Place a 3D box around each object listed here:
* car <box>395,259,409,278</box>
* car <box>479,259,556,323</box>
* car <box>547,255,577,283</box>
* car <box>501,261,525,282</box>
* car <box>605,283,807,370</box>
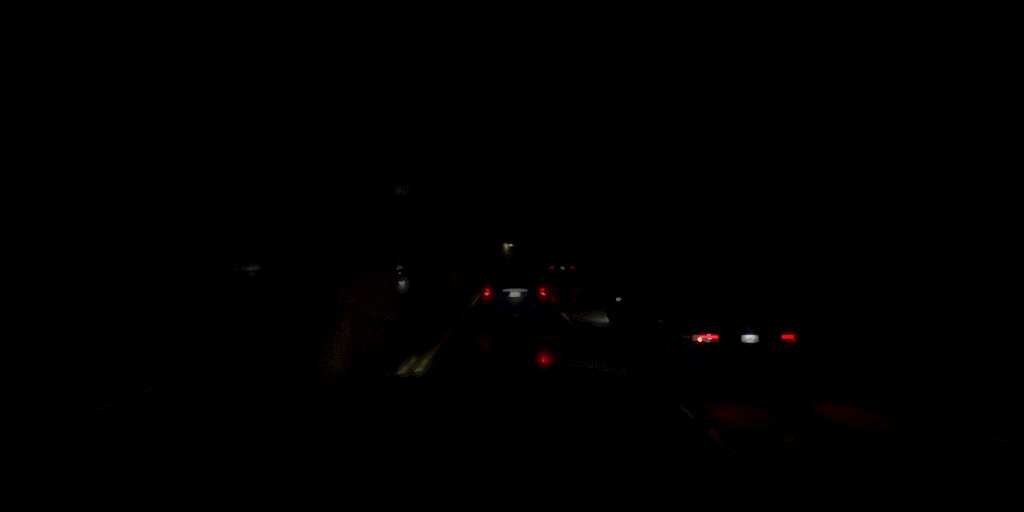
[{"bbox_3d":[-10.608,1.097,33.357,2.097,1.767,4.553,0,0,0],"label":"car"},{"bbox_3d":[0.095,1.100,12.186,2.097,1.767,4.553,0,0,0],"label":"car"},{"bbox_3d":[3.588,0.968,27.896,2.150,2.045,5.566,0,0,0],"label":"car"},{"bbox_3d":[0.087,1.223,30.282,1.882,1.535,5.008,0,0,0],"label":"car"},{"bbox_3d":[3.597,1.297,7.932,2.033,1.411,5.357,0,0,0],"label":"car"}]
